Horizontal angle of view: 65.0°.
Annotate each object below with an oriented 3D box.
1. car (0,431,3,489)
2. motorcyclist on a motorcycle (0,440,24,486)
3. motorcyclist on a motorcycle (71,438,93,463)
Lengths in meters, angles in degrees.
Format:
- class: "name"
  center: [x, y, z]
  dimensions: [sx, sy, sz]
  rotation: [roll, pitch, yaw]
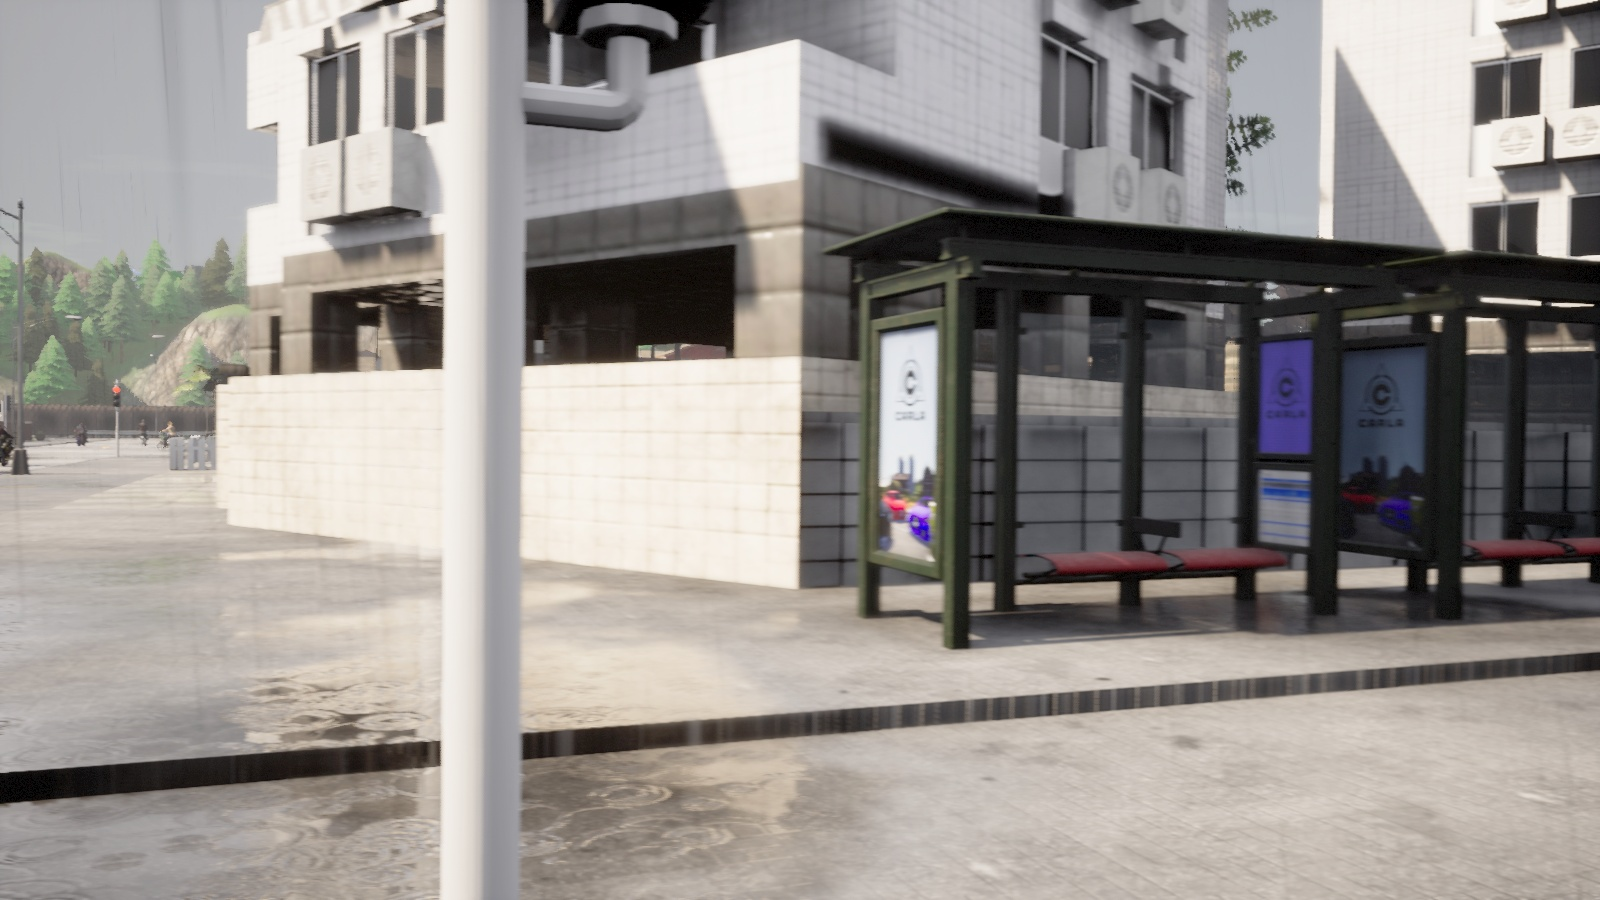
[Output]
- class: "car"
  center: [-24.558, 0.344, 35.919]
  dimensions: [2.097, 1.767, 4.553]
  rotation: [-1, 1, -21]
- class: "motorcyclist on a motorcycle"
  center: [-27.432, 0.436, 43.106]
  dimensions: [0.866, 1.530, 2.191]
  rotation: [-1, 1, -18]
- class: "motorcyclist on a motorcycle"
  center: [-46.026, 0.033, 80.543]
  dimensions: [0.866, 1.530, 2.191]
  rotation: [-1, 1, -21]
